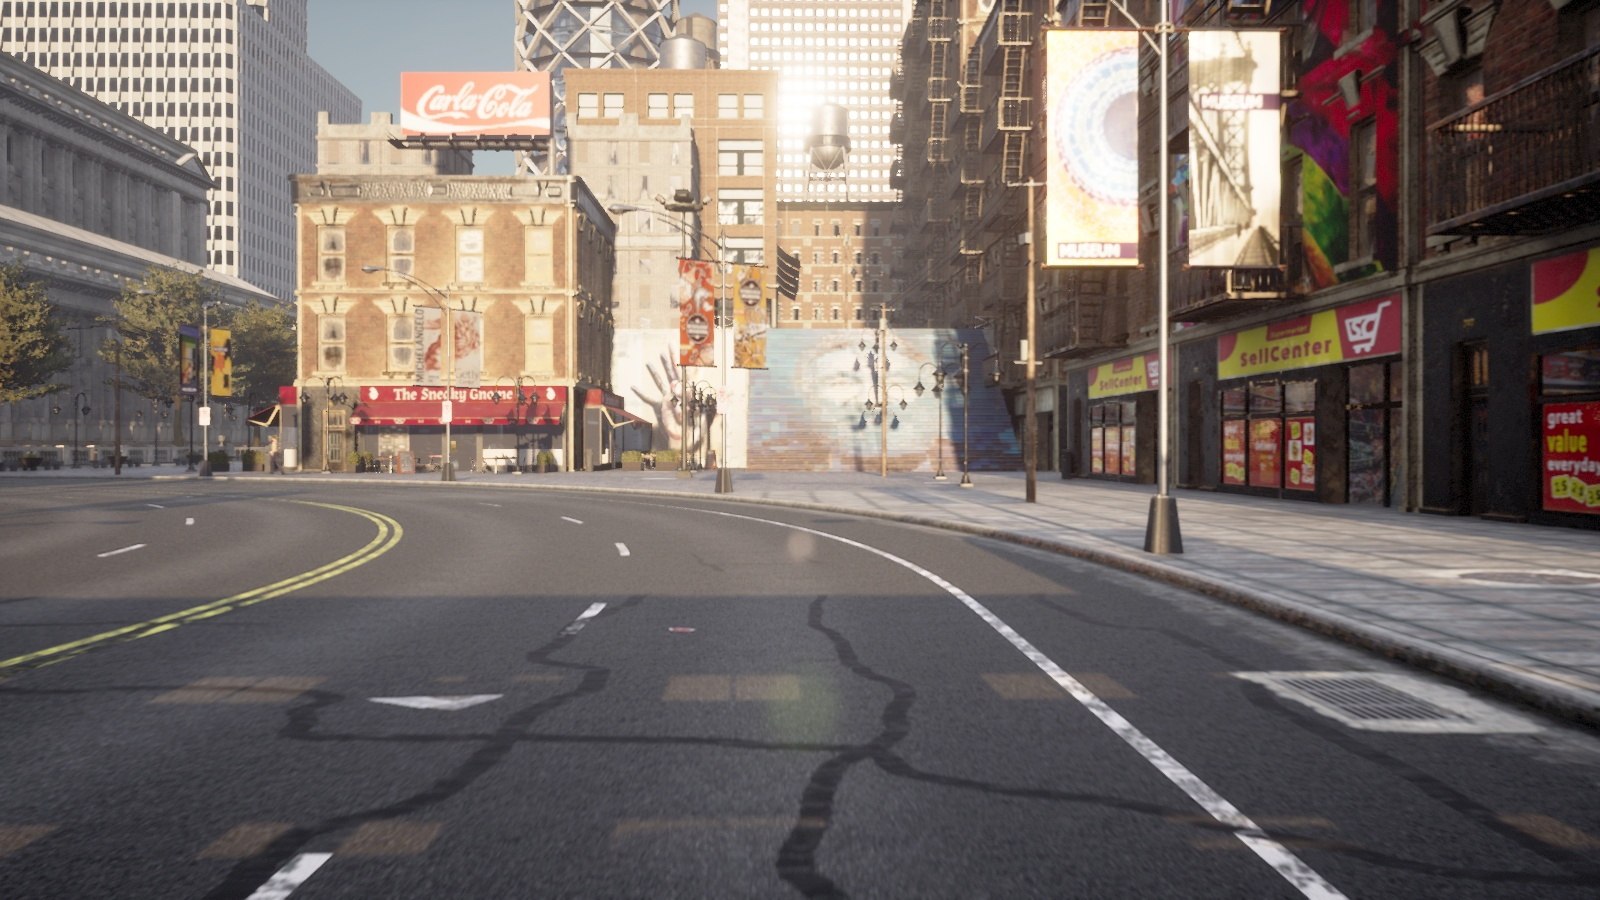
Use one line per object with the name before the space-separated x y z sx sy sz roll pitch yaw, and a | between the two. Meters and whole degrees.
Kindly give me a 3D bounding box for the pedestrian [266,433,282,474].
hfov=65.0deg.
pedestrian | -23.755 0.174 56.736 0.594 1.836 0.345 0 0 16
